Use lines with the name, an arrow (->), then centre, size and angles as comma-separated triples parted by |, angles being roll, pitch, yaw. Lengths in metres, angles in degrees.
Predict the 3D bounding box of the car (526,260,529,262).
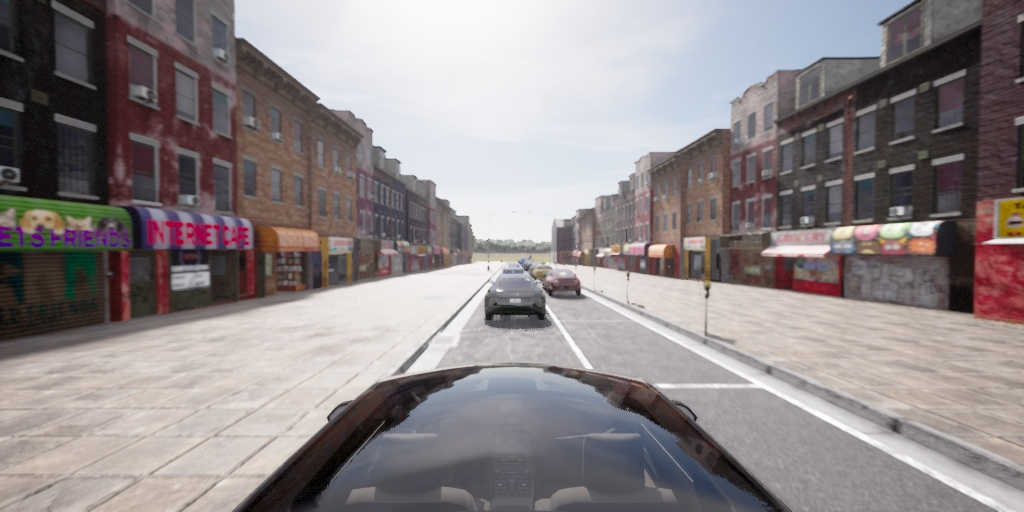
car -> 2.630, 1.323, 35.884 | 2.007, 1.370, 4.403 | 0, 0, 0

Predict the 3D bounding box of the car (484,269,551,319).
car -> 0.098, 1.320, 12.844 | 1.994, 1.385, 4.181 | 0, 0, 0

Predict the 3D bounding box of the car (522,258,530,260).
car -> 2.628, 1.347, 46.949 | 1.948, 1.339, 4.313 | 0, 0, 0

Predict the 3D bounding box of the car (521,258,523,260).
car -> 2.627, 1.352, 52.481 | 1.948, 1.339, 4.313 | 0, 0, 0

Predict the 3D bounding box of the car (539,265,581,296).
car -> 2.633, 1.343, 19.287 | 1.802, 1.307, 4.207 | 0, 0, 0

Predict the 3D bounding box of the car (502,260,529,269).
car -> 0.094, 1.315, 30.662 | 2.033, 1.411, 5.357 | 0, 0, 0

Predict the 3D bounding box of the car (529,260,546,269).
car -> 2.631, 1.293, 30.522 | 1.751, 1.417, 4.829 | 0, 0, 0
